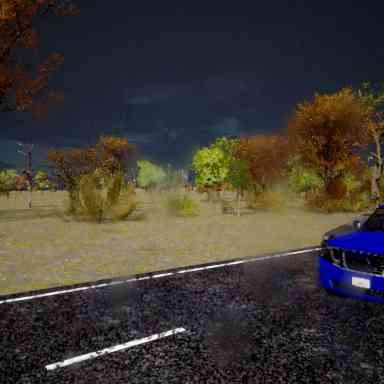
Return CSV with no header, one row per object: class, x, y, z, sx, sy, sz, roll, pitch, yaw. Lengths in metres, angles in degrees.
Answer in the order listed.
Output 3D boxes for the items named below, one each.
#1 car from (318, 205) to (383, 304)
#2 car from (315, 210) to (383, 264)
car,5.179,1.220,7.380,5.566,2.045,2.150,0,0,-36
car,7.244,1.546,12.847,5.357,1.411,2.033,0,0,-36
